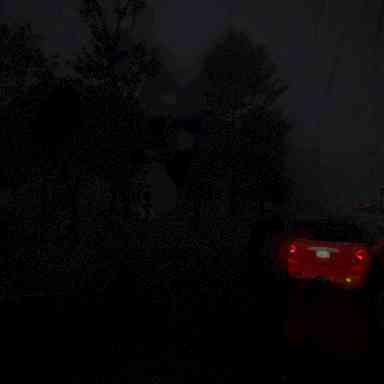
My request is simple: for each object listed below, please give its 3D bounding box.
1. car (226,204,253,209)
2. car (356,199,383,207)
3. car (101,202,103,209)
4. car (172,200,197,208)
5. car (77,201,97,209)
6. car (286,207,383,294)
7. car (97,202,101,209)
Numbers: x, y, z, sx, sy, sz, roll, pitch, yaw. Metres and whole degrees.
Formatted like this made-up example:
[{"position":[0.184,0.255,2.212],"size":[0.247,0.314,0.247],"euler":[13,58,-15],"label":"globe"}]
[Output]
[{"position":[7.089,1.956,49.421],"size":[1.994,1.385,4.181],"euler":[3,-3,-39],"label":"car"},{"position":[23.634,1.699,44.311],"size":[4.674,1.442,1.812],"euler":[-3,0,-39],"label":"car"},{"position":[-26.746,3.499,86.349],"size":[5.566,2.045,2.435],"euler":[1,-4,-25],"label":"car"},{"position":[-1.167,2.206,59.082],"size":[4.902,1.511,2.128],"euler":[0,-3,23],"label":"car"},{"position":[-26.247,3.442,80.403],"size":[4.892,1.521,2.231],"euler":[1,-3,-25],"label":"car"},{"position":[4.506,1.502,9.538],"size":[2.097,1.767,4.553],"euler":[-2,-1,41],"label":"car"},{"position":[-26.541,3.343,83.358],"size":[5.566,2.045,2.435],"euler":[1,-3,-25],"label":"car"}]
